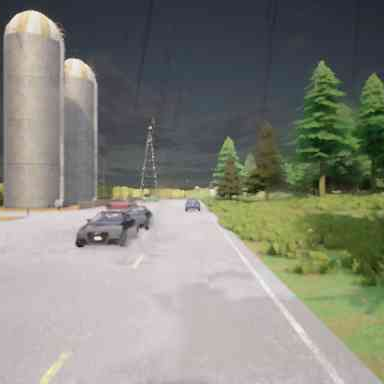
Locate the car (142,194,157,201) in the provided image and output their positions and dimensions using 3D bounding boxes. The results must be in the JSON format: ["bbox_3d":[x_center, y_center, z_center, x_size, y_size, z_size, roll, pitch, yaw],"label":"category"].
[{"bbox_3d":[-11.903,1.409,93.322,3.866,1.878,1.905,0,0,-31],"label":"car"}]

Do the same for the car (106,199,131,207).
[{"bbox_3d":[-9.060,1.574,43.467,4.181,1.381,1.994,0,0,-1],"label":"car"}]

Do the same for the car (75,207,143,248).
[{"bbox_3d":[-3.582,1.573,14.649,1.994,1.385,4.181,0,0,0],"label":"car"}]

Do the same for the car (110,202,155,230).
[{"bbox_3d":[-3.501,1.579,20.881,1.994,1.385,4.181,0,0,0],"label":"car"}]

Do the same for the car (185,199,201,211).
[{"bbox_3d":[0.096,1.570,41.274,2.033,1.411,5.357,0,0,0],"label":"car"}]

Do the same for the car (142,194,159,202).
[{"bbox_3d":[-9.547,1.525,76.476,3.988,1.617,1.851,0,0,-1],"label":"car"}]
